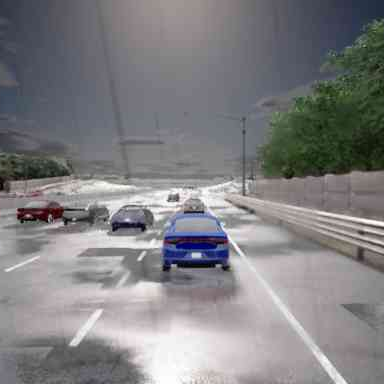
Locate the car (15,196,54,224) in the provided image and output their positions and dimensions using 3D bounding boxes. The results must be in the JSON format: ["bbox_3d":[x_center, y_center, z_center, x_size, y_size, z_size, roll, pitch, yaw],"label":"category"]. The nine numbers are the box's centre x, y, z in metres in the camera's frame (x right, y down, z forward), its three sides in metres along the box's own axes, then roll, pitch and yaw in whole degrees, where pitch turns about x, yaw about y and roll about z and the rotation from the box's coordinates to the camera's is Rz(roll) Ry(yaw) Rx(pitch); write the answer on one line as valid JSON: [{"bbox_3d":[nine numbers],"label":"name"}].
[{"bbox_3d":[-10.337,1.313,23.460,1.882,1.535,5.008,0,1,0],"label":"car"}]

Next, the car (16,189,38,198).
[{"bbox_3d":[-24.235,0.623,50.046,2.150,2.045,5.566,0,1,1],"label":"car"}]

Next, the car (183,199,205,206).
[{"bbox_3d":[0.195,1.291,29.288,2.033,1.411,5.357,0,1,0],"label":"car"}]

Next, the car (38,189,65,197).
[{"bbox_3d":[-20.735,0.602,50.042,1.882,1.535,5.008,0,1,1],"label":"car"}]

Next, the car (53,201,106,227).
[{"bbox_3d":[-6.845,1.350,21.815,2.128,1.511,4.902,0,1,0],"label":"car"}]

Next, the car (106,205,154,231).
[{"bbox_3d":[-3.454,1.452,19.857,1.994,1.385,4.181,0,1,0],"label":"car"}]

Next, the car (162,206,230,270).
[{"bbox_3d":[0.117,1.448,10.939,1.882,1.535,5.008,0,0,0],"label":"car"}]

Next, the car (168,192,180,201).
[{"bbox_3d":[-3.148,0.764,58.204,2.128,1.511,4.902,0,1,1],"label":"car"}]
